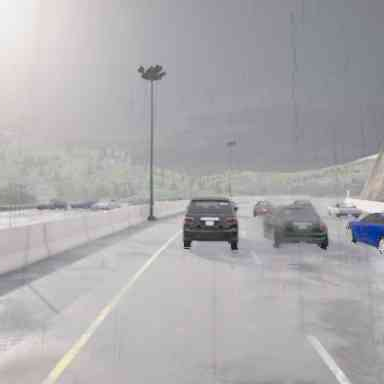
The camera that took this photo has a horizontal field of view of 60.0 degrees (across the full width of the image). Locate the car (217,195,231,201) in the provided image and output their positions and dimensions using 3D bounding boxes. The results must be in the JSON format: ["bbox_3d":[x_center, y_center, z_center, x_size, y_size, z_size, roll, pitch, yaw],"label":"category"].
[{"bbox_3d":[7.517,1.371,78.502,1.812,1.442,4.674,0,0,24],"label":"car"}]

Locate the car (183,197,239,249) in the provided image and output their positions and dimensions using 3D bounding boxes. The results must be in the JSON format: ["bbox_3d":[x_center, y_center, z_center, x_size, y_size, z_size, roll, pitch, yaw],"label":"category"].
[{"bbox_3d":[0.874,1.218,14.690,2.150,2.045,5.566,0,0,5],"label":"car"}]

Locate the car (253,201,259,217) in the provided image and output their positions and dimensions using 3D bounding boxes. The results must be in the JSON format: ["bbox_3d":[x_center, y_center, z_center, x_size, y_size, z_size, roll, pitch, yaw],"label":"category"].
[{"bbox_3d":[6.867,1.567,31.713,1.994,1.385,4.181,0,0,11],"label":"car"}]

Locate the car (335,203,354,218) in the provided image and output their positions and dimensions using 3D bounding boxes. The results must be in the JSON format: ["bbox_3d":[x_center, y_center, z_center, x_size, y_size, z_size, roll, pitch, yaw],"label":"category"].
[{"bbox_3d":[13.629,1.618,30.000,1.895,1.301,4.718,0,0,11],"label":"car"}]

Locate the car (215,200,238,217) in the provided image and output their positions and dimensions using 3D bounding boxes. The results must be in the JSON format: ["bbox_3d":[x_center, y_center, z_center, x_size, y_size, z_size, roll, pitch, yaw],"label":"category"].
[{"bbox_3d":[3.369,1.522,32.069,1.812,1.442,4.674,0,0,11],"label":"car"}]

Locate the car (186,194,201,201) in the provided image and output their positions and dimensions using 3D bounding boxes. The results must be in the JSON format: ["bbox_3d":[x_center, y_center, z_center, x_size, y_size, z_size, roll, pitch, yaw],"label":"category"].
[{"bbox_3d":[0.433,1.326,79.887,1.812,1.442,4.674,0,0,24],"label":"car"}]

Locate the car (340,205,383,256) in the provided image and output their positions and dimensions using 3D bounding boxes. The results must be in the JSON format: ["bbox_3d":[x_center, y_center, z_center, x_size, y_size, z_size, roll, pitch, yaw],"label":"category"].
[{"bbox_3d":[7.765,1.489,13.006,1.882,1.535,5.008,0,0,5],"label":"car"}]

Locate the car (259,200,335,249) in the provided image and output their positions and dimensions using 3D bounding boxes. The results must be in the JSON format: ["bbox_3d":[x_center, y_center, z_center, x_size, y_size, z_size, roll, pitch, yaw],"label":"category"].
[{"bbox_3d":[4.424,1.357,14.833,2.097,1.767,4.553,0,0,5],"label":"car"}]

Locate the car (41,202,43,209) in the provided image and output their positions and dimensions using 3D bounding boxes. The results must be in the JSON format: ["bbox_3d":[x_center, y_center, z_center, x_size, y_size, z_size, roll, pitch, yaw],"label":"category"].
[{"bbox_3d":[-16.669,1.518,39.753,1.994,1.385,4.181,0,0,12],"label":"car"}]

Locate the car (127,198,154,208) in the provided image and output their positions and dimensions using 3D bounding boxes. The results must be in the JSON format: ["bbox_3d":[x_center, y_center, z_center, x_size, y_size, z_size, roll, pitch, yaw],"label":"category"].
[{"bbox_3d":[-6.020,1.466,39.382,2.128,1.511,4.902,0,0,13],"label":"car"}]

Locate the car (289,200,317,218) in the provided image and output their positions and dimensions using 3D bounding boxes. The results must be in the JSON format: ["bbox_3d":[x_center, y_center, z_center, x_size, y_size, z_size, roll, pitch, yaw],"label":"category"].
[{"bbox_3d":[10.368,1.515,31.420,1.837,1.490,4.892,0,0,11],"label":"car"}]
